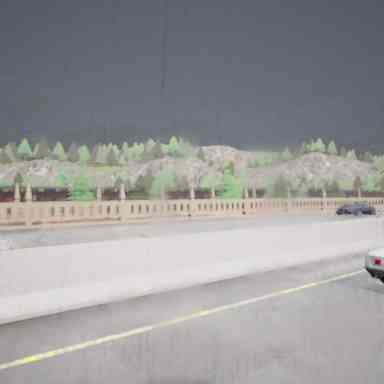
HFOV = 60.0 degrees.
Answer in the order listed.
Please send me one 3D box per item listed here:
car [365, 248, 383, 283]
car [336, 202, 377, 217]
[{"bbox_3d":[6.390,1.615,8.312,4.718,1.301,1.895,0,0,-36],"label":"car"},{"bbox_3d":[15.717,1.608,31.813,4.181,1.385,1.994,0,0,-31],"label":"car"}]
